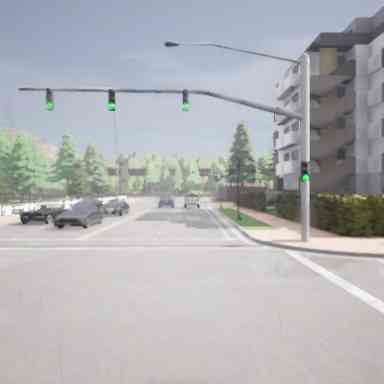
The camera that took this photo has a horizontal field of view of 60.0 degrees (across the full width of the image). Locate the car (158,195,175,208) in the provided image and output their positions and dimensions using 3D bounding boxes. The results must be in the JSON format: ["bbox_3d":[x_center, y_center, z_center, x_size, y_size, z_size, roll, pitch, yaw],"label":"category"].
[{"bbox_3d":[-3.497,1.256,46.572,2.097,1.767,4.553,0,0,0],"label":"car"}]

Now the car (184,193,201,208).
[{"bbox_3d":[0.010,1.129,46.028,2.150,2.045,5.566,0,0,1],"label":"car"}]

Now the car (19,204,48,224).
[{"bbox_3d":[-10.576,1.552,24.222,1.895,1.301,4.718,0,0,0],"label":"car"}]

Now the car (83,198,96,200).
[{"bbox_3d":[-10.569,1.408,34.261,1.882,1.535,5.008,0,0,0],"label":"car"}]

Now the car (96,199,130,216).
[{"bbox_3d":[-7.082,1.428,31.287,2.128,1.511,4.902,0,0,0],"label":"car"}]

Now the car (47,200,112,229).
[{"bbox_3d":[-7.087,1.504,21.637,2.033,1.411,5.357,0,0,0],"label":"car"}]
